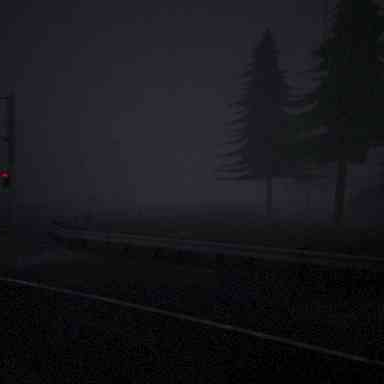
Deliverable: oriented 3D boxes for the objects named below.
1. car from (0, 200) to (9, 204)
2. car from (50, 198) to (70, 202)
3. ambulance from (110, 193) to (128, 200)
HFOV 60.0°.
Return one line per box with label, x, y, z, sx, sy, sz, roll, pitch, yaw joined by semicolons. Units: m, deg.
car;-33.566;2.010;56.297;2.128;1.511;4.902;-1;0;24
car;-27.979;2.018;70.641;2.128;1.511;4.902;-1;0;17
ambulance;-16.372;1.415;74.604;2.351;2.431;6.366;-1;0;10
